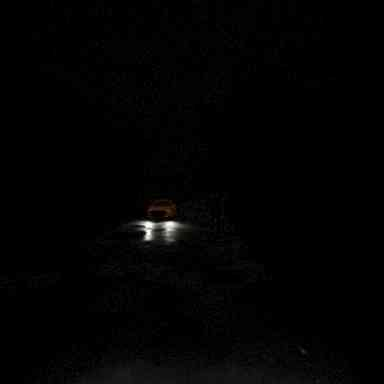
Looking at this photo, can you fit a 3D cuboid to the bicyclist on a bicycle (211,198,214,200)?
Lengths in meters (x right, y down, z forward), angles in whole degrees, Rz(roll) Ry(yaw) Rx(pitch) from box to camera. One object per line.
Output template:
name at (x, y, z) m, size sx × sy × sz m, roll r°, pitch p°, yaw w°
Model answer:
bicyclist on a bicycle at (1.554, 1.302, 25.084) m, size 0.582 × 1.620 × 1.656 m, roll 0°, pitch 0°, yaw 3°

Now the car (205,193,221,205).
car at (3.153, 1.288, 53.543) m, size 2.033 × 1.411 × 5.357 m, roll 0°, pitch 0°, yaw 7°

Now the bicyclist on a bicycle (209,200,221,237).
bicyclist on a bicycle at (1.155, 1.351, 16.134) m, size 0.582 × 1.620 × 1.656 m, roll 0°, pitch 0°, yaw 2°

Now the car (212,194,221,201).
car at (5.460, 1.154, 74.020) m, size 1.882 × 1.535 × 5.008 m, roll 0°, pitch 0°, yaw 7°

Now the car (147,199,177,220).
car at (-2.296, 1.318, 26.322) m, size 1.882 × 1.535 × 5.008 m, roll 0°, pitch 0°, yaw 3°
